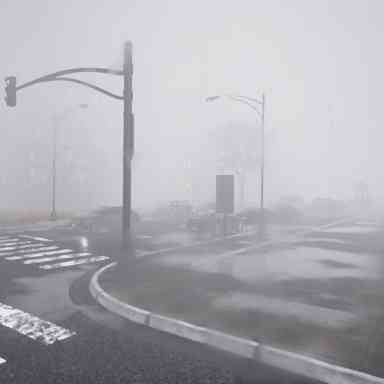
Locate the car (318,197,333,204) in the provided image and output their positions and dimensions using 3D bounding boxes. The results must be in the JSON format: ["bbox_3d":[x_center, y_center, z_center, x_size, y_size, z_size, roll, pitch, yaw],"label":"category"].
[{"bbox_3d":[28.038,1.849,69.652,1.947,1.339,4.313,1,0,36],"label":"car"}]

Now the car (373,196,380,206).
[{"bbox_3d":[34.892,1.940,64.828,1.752,1.417,4.829,1,0,36],"label":"car"}]

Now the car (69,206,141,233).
[{"bbox_3d":[-5.121,1.564,20.158,1.812,1.442,4.674,1,0,36],"label":"car"}]

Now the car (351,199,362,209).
[{"bbox_3d":[24.930,1.773,51.273,1.967,1.590,4.097,1,0,36],"label":"car"}]

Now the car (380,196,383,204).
[{"bbox_3d":[41.369,1.784,73.637,2.192,1.841,5.009,1,0,36],"label":"car"}]

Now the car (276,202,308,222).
[{"bbox_3d":[7.926,1.779,27.921,1.802,1.307,4.206,1,0,36],"label":"car"}]

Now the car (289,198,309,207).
[{"bbox_3d":[18.075,1.726,56.097,1.752,1.417,4.829,1,0,36],"label":"car"}]

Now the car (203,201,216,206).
[{"bbox_3d":[2.034,1.600,29.888,1.837,1.490,4.892,1,1,36],"label":"car"}]

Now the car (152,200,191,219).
[{"bbox_3d":[-1.650,1.481,29.474,1.967,1.590,4.097,1,0,36],"label":"car"}]

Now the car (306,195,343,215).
[{"bbox_3d":[15.138,1.569,37.805,2.192,1.841,5.009,1,0,36],"label":"car"}]

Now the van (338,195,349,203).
[{"bbox_3d":[37.902,1.706,83.071,1.690,1.788,3.998,1,0,36],"label":"van"}]

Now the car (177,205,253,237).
[{"bbox_3d":[1.435,1.696,19.088,2.008,1.369,4.403,1,0,36],"label":"car"}]

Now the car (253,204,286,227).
[{"bbox_3d":[4.682,1.737,23.505,1.947,1.339,4.313,1,0,36],"label":"car"}]

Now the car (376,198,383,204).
[{"bbox_3d":[44.653,2.047,78.110,2.008,1.369,4.403,1,0,36],"label":"car"}]

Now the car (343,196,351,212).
[{"bbox_3d":[18.398,1.720,42.298,1.967,1.590,4.097,1,0,36],"label":"car"}]

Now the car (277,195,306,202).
[{"bbox_3d":[13.418,1.411,45.271,2.150,2.045,5.566,1,0,37],"label":"car"}]
